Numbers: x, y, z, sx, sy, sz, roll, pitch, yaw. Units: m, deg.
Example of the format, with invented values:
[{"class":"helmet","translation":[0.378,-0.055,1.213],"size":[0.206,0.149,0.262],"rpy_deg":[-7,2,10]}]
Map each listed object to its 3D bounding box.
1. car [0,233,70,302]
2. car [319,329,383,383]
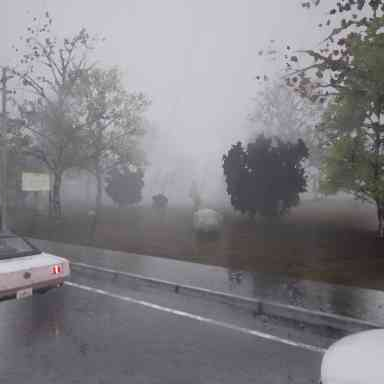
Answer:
[{"class":"car","translation":[-4.933,1.601,7.513],"size":[4.718,1.301,1.895],"rpy_deg":[0,0,36]},{"class":"car","translation":[3.132,1.526,1.773],"size":[4.674,1.442,1.812],"rpy_deg":[0,0,35]}]
